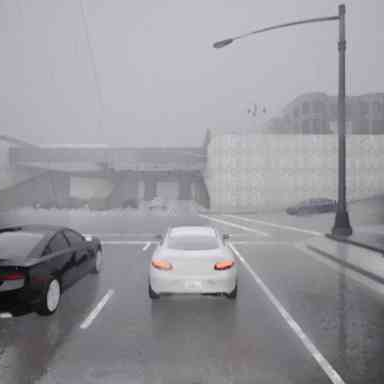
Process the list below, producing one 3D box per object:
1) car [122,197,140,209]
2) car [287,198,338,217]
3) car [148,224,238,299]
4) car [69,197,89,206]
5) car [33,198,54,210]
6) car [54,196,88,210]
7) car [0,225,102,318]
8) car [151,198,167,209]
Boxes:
[{"bbox_3d":[-8.002,1.493,44.030,1.837,1.490,4.892,0,0,-2],"label":"car"},{"bbox_3d":[9.886,1.202,27.160,4.181,1.385,1.994,-6,0,-1],"label":"car"},{"bbox_3d":[0.013,1.523,8.333,1.812,1.442,4.674,0,0,0],"label":"car"},{"bbox_3d":[-19.107,1.585,56.276,1.895,1.301,4.718,0,0,-2],"label":"car"},{"bbox_3d":[-18.658,1.477,42.617,2.128,1.511,4.902,0,0,-2],"label":"car"},{"bbox_3d":[-15.124,1.342,41.748,2.097,1.767,4.553,0,0,-2],"label":"car"},{"bbox_3d":[-3.480,1.476,7.532,1.882,1.535,5.008,0,0,0],"label":"car"},{"bbox_3d":[-4.540,1.513,45.008,1.812,1.442,4.674,0,0,-2],"label":"car"}]
